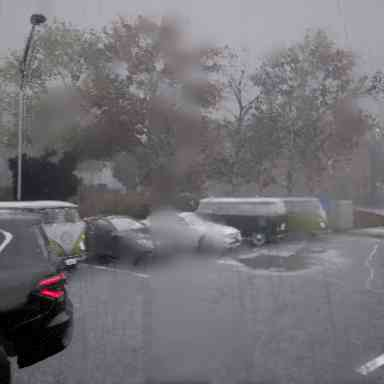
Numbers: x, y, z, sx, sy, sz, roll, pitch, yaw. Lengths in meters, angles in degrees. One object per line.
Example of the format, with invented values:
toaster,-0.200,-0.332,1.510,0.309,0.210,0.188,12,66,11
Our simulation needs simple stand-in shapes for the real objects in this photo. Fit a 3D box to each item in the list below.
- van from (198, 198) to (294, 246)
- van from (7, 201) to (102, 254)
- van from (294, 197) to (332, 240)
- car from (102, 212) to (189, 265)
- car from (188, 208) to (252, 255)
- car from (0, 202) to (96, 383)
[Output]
van,2.019,1.269,15.149,4.442,1.987,1.878,-1,-1,34
van,-4.974,1.260,9.896,4.442,1.987,1.878,-1,-1,34
van,4.614,1.271,16.734,4.442,1.987,1.878,-1,-1,35
car,-2.673,1.528,11.668,4.674,1.452,2.002,-1,-1,35
car,-0.277,1.529,13.380,4.674,1.452,2.002,-1,-1,34
car,-3.998,1.222,2.982,5.566,2.045,2.150,0,0,-35
